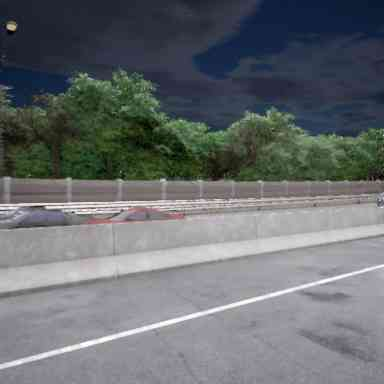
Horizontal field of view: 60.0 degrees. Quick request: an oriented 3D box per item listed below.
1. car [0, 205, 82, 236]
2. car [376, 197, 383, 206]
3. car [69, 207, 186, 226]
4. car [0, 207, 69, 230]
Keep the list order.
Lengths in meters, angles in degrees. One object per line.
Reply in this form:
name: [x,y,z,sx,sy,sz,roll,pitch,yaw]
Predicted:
car: [-9.241,1.541,18.879,5.357,1.411,2.033,0,0,-35]
car: [25.515,1.039,42.520,4.674,1.442,1.812,-1,1,-33]
car: [-2.584,1.469,15.000,5.008,1.535,1.882,0,0,-35]
car: [-7.293,1.542,15.969,5.357,1.411,2.033,0,0,-35]
